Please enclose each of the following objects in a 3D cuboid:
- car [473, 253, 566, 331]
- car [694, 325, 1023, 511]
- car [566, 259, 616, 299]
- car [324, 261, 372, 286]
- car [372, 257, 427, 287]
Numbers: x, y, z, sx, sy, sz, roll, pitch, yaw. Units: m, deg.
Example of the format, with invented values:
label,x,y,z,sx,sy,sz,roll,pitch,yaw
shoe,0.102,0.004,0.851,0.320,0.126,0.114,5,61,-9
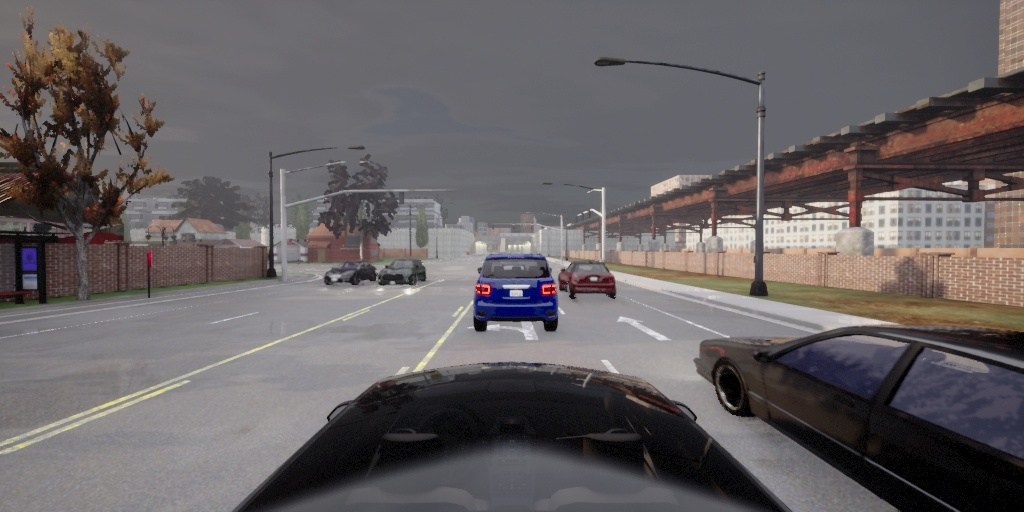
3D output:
label,x,y,z,sx,sy,sz,roll,pitch,yaw
car,0.089,0.940,10.992,2.150,2.045,5.566,0,0,0
car,3.606,1.296,2.835,2.033,1.411,5.357,0,0,0
car,3.583,1.024,17.817,2.097,1.767,4.553,0,0,0
car,-10.542,1.116,23.760,2.128,1.511,4.902,0,0,0
car,-7.046,0.976,23.431,2.097,1.767,4.553,0,1,0
